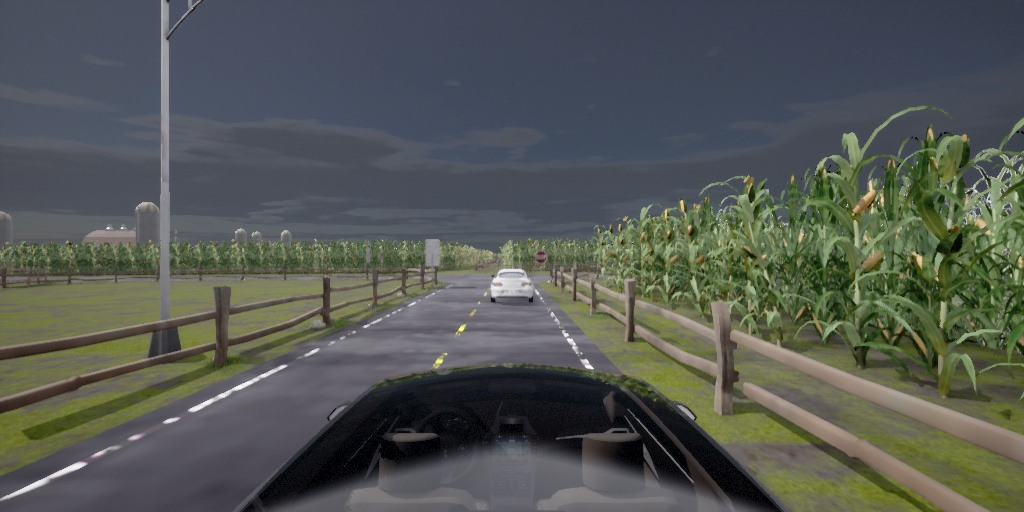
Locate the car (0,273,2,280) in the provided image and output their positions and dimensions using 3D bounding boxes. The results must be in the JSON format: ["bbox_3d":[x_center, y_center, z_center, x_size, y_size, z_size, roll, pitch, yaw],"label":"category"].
[{"bbox_3d":[-51.787,1.827,34.298,4.718,1.301,1.895,-1,0,0],"label":"car"}]

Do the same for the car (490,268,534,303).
[{"bbox_3d":[0.000,1.280,16.501,1.812,1.442,4.674,0,0,0],"label":"car"}]
